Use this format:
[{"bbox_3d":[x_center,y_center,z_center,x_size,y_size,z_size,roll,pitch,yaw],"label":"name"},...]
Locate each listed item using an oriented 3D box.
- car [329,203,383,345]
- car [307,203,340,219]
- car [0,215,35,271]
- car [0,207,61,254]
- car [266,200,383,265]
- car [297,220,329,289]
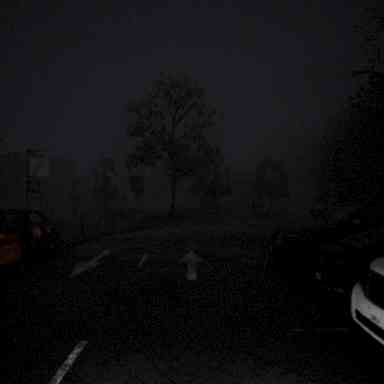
[{"bbox_3d":[5.066,1.233,4.200,5.566,2.045,2.435,0,0,0],"label":"car"},{"bbox_3d":[14.379,2.029,36.185,1.882,1.535,5.008,-1,-2,39],"label":"car"},{"bbox_3d":[-7.189,1.512,8.740,5.008,1.535,2.097,0,0,0],"label":"car"},{"bbox_3d":[-7.176,1.409,11.776,4.553,1.767,2.185,0,0,0],"label":"car"},{"bbox_3d":[5.042,1.268,9.663,5.566,2.045,2.435,0,0,0],"label":"car"},{"bbox_3d":[5.076,1.501,6.992,4.892,1.521,2.231,0,0,0],"label":"car"}]
